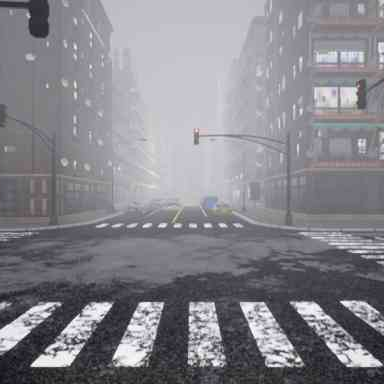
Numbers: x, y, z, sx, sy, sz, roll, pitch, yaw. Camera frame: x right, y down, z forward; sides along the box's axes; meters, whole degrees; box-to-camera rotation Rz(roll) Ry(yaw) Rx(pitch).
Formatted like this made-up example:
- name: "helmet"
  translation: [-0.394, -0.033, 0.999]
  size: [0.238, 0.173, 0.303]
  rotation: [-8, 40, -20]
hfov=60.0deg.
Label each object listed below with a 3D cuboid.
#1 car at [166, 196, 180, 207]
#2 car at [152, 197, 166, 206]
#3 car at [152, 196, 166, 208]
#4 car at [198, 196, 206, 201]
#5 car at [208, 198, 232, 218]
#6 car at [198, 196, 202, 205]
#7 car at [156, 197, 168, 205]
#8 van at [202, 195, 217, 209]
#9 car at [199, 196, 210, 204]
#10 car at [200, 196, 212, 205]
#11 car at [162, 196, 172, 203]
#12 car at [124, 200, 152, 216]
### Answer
- name: "car"
  translation: [-2.817, 1.548, 50.413]
  size: [2.033, 1.411, 5.357]
  rotation: [0, 0, 0]
- name: "car"
  translation: [-5.380, 1.553, 55.106]
  size: [1.752, 1.417, 4.829]
  rotation: [1, 0, 0]
- name: "car"
  translation: [-5.373, 1.604, 49.618]
  size: [1.802, 1.307, 4.206]
  rotation: [1, 0, 0]
- name: "car"
  translation: [2.462, 1.610, 83.624]
  size: [1.887, 1.381, 4.507]
  rotation: [1, 0, 0]
- name: "car"
  translation: [2.664, 1.532, 30.200]
  size: [1.752, 1.417, 4.829]
  rotation: [1, 0, 0]
- name: "car"
  translation: [2.510, 1.337, 49.687]
  size: [2.192, 1.841, 5.009]
  rotation: [1, 0, 0]
- name: "car"
  translation: [-5.388, 1.615, 60.934]
  size: [1.802, 1.307, 4.206]
  rotation: [1, 0, 0]
- name: "van"
  translation: [2.550, 1.357, 44.034]
  size: [1.690, 1.788, 3.998]
  rotation: [1, 0, 0]
- name: "car"
  translation: [2.485, 1.591, 66.656]
  size: [2.008, 1.369, 4.403]
  rotation: [1, 0, 0]
- name: "car"
  translation: [2.494, 1.473, 61.000]
  size: [1.967, 1.590, 4.097]
  rotation: [1, 0, 0]
- name: "car"
  translation: [-5.403, 1.598, 72.250]
  size: [2.008, 1.369, 4.403]
  rotation: [1, 0, 0]
- name: "car"
  translation: [-5.479, 1.559, 32.645]
  size: [2.008, 1.369, 4.403]
  rotation: [1, 0, 0]
